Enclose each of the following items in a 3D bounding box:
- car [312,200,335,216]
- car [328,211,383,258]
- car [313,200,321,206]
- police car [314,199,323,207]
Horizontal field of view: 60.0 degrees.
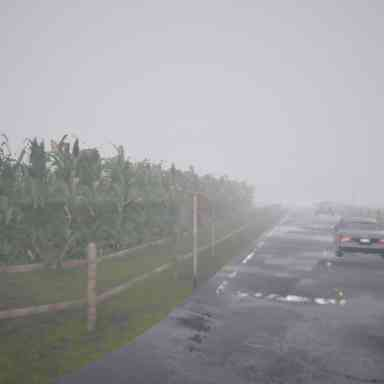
[{"bbox_3d":[16.076,1.973,40.415,2.097,1.767,4.553,0,-1,19],"label":"car"},{"bbox_3d":[6.898,1.764,13.814,2.033,1.411,5.357,0,-1,21],"label":"car"},{"bbox_3d":[33.592,2.878,89.439,1.812,1.442,4.674,0,-1,19],"label":"car"},{"bbox_3d":[30.404,2.639,80.080,1.930,1.638,5.238,0,-1,19],"label":"police car"}]
